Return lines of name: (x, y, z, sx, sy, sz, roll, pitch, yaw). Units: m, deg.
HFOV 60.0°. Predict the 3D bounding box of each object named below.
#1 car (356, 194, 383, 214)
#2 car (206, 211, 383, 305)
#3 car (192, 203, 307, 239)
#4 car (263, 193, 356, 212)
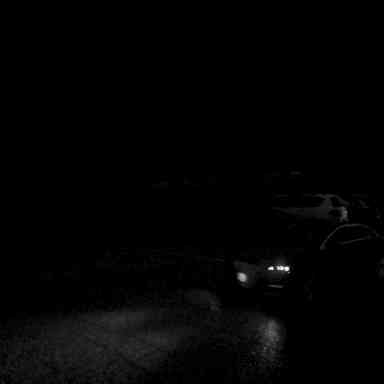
car: (7.212, 1.096, 18.134, 5.566, 2.045, 2.435, 0, 0, 35)
car: (2.995, 1.425, 8.025, 4.902, 1.511, 2.128, 0, 1, -36)
car: (2.212, 1.372, 14.667, 4.792, 1.488, 2.163, 0, 0, 35)
car: (4.685, 1.094, 16.408, 5.566, 2.045, 2.435, 0, 0, 35)
